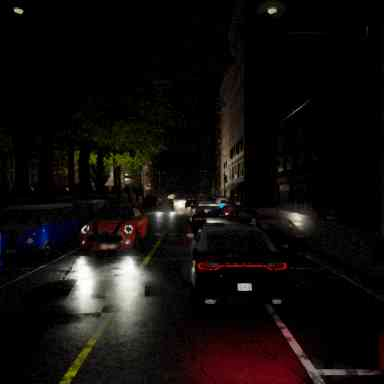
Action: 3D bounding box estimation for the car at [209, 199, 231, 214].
[{"bbox_3d":[2.869,1.522,35.187,1.887,1.381,4.507,0,0,0],"label":"car"}]

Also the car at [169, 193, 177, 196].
[{"bbox_3d":[-5.638,1.403,89.990,1.752,1.417,4.829,0,0,0],"label":"car"}]

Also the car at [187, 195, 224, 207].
[{"bbox_3d":[0.909,1.339,24.148,2.097,1.767,4.553,0,0,0],"label":"car"}]

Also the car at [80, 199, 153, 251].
[{"bbox_3d":[-3.094,1.348,13.981,2.097,1.767,4.553,0,0,0],"label":"car"}]

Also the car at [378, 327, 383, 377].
[{"bbox_3d":[2.856,1.315,1.224,2.192,1.841,5.009,0,0,0],"label":"car"}]

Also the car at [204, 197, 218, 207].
[{"bbox_3d":[2.875,1.518,52.169,1.947,1.339,4.313,0,0,0],"label":"car"}]

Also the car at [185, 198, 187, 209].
[{"bbox_3d":[0.032,1.527,45.330,1.994,1.385,4.181,0,0,0],"label":"car"}]

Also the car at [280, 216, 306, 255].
[{"bbox_3d":[2.861,1.541,12.545,1.887,1.381,4.507,0,0,0],"label":"car"}]

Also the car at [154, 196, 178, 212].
[{"bbox_3d":[-2.984,1.497,39.150,1.812,1.442,4.674,0,0,0],"label":"car"}]

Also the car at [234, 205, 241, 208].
[{"bbox_3d":[2.863,1.575,18.206,1.802,1.307,4.206,0,0,0],"label":"car"}]

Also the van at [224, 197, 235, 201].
[{"bbox_3d":[2.866,1.324,29.526,1.690,1.788,3.998,0,0,0],"label":"van"}]

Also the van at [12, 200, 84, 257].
[{"bbox_3d":[-5.665,1.338,12.523,1.690,1.788,3.998,0,0,0],"label":"van"}]

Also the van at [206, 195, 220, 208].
[{"bbox_3d":[2.873,1.302,46.508,1.690,1.788,3.998,0,0,0],"label":"van"}]

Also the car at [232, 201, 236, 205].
[{"bbox_3d":[2.865,1.570,23.866,1.802,1.307,4.206,0,0,0],"label":"car"}]

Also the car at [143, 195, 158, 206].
[{"bbox_3d":[-5.652,1.276,46.471,2.192,1.841,5.009,0,0,0],"label":"car"}]

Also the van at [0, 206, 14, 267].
[{"bbox_3d":[-5.667,1.340,6.865,1.690,1.788,3.998,0,0,0],"label":"van"}]

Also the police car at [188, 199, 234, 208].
[{"bbox_3d":[0.908,1.418,18.288,1.930,1.638,5.238,0,0,0],"label":"police car"}]

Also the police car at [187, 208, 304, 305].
[{"bbox_3d":[0.904,1.424,8.289,1.930,1.638,5.238,0,0,0],"label":"police car"}]

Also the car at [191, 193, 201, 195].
[{"bbox_3d":[0.021,1.431,58.733,2.128,1.511,4.902,0,0,0],"label":"car"}]
